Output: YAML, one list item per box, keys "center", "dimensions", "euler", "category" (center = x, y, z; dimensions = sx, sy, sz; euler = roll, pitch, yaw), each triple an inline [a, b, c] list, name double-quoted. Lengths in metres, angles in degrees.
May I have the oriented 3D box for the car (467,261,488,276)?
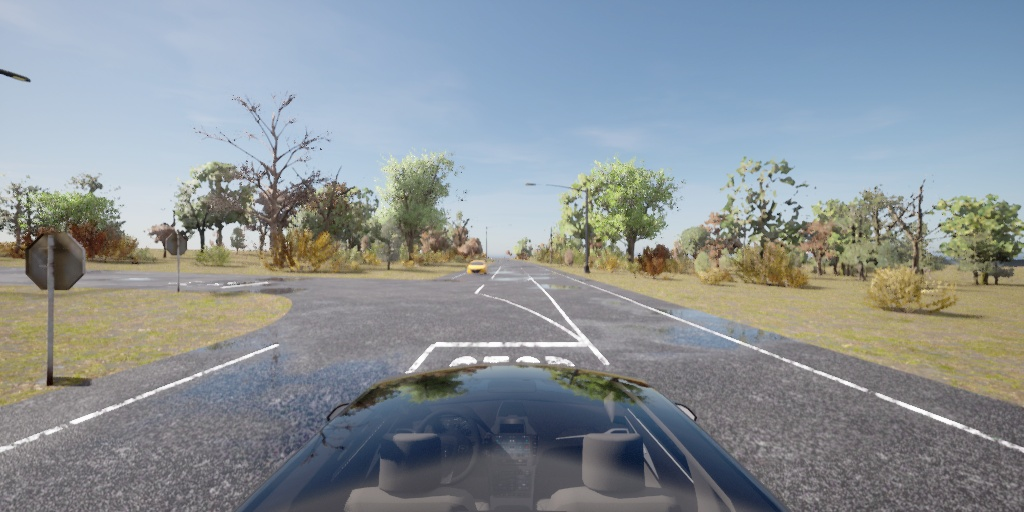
- center: [-3.559, 1.230, 37.632]
  dimensions: [1.882, 1.535, 5.008]
  euler: [0, 0, 0]
  category: "car"
